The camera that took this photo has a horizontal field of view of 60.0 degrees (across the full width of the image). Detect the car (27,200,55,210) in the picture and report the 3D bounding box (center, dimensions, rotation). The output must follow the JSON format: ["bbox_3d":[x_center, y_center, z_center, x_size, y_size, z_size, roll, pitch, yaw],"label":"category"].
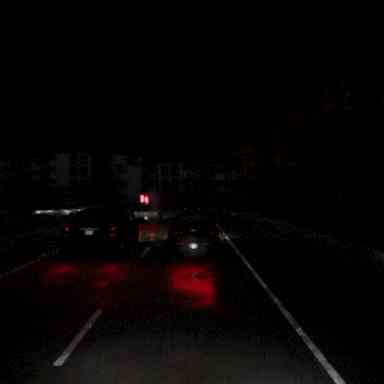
[{"bbox_3d":[-20.167,1.691,43.796,1.994,1.385,4.181,0,0,-45],"label":"car"}]

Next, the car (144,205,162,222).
[{"bbox_3d":[-3.523,1.681,27.331,1.895,1.301,4.718,0,0,-1],"label":"car"}]

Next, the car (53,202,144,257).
[{"bbox_3d":[-3.438,1.391,13.262,2.097,1.767,4.553,0,0,0],"label":"car"}]

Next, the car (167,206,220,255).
[{"bbox_3d":[0.064,1.544,13.432,1.837,1.490,4.892,0,0,0],"label":"car"}]

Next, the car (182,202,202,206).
[{"bbox_3d":[-0.100,1.576,28.791,2.128,1.511,4.902,0,0,-3],"label":"car"}]

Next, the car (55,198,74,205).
[{"bbox_3d":[-17.744,1.613,46.535,5.008,1.535,1.882,0,-1,44],"label":"car"}]
